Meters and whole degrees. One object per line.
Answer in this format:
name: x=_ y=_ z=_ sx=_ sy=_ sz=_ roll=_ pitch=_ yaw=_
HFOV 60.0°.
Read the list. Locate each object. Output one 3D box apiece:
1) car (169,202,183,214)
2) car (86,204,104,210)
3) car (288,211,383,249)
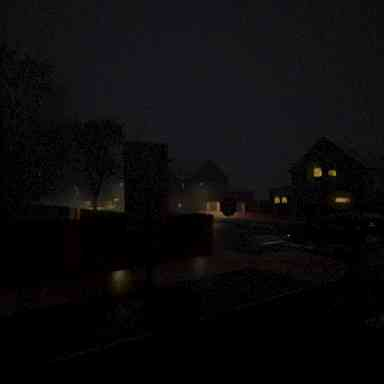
car: x=-2.805 y=1.752 z=28.597 sx=2.150 sy=2.045 sz=5.566 roll=-1 pitch=0 yaw=-30
car: x=-13.906 y=2.497 z=47.625 sx=1.812 sy=1.442 sz=4.674 roll=-1 pitch=-1 yaw=-30
car: x=6.926 y=1.690 z=15.448 sx=4.892 sy=1.490 sz=1.837 roll=-2 pitch=5 yaw=35
